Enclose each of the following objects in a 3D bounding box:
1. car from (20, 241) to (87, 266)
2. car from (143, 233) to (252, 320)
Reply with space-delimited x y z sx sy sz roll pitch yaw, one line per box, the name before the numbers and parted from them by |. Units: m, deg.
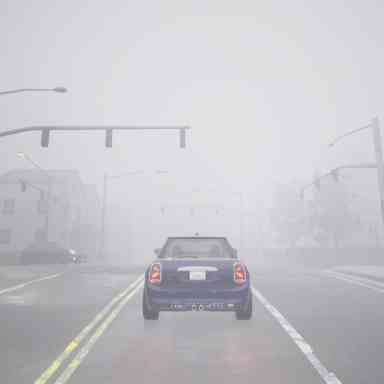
car | -9.937 4.416 24.144 4.553 1.767 2.097 -3 -12 11
car | 0.103 1.809 8.252 2.097 1.767 4.553 0 -7 0
